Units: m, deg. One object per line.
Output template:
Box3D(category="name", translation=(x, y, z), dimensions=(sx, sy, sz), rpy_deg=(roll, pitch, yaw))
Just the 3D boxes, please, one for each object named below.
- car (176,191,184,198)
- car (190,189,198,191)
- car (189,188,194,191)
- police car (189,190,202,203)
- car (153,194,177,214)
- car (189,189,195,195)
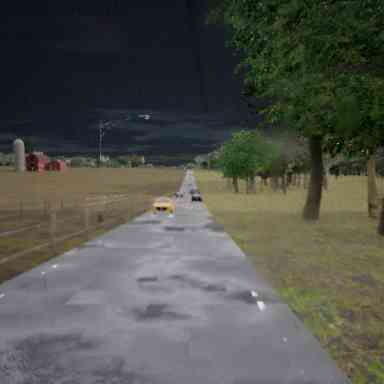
Box3D(category="car", translation=(-2.740, 0.550, 74.398), dimensions=(1.882, 1.535, 5.008), rpy_deg=(0, 2, 0))
Box3D(category="car", translation=(0.834, 0.820, 69.053), dimensions=(1.801, 1.575, 5.366), rpy_deg=(0, 2, 0))
Box3D(category="car", translation=(0.835, 0.424, 74.883), dimensions=(2.150, 2.045, 5.566), rpy_deg=(0, 2, 0))
Box3D(category="police car", translation=(0.833, 1.008, 58.977), dimensions=(1.930, 1.638, 5.238), rpy_deg=(0, 1, 0))
Box3D(category="car", translation=(-2.837, 1.328, 33.715), dimensions=(1.882, 1.535, 5.008), rpy_deg=(0, 0, 0))
Box3D(category="car", translation=(0.013, -0.052, 94.198), dimensions=(1.895, 1.301, 4.718), rpy_deg=(0, 2, 0))
